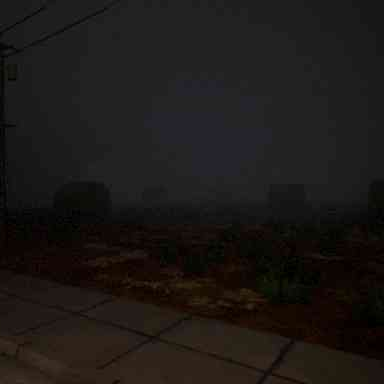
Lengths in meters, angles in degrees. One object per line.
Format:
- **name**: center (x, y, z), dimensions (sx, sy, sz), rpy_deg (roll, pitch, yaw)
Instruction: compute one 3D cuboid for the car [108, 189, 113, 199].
- **car**: center (-16.766, 0.379, 66.247), dimensions (1.905, 1.878, 3.866), rpy_deg (6, 1, -12)
